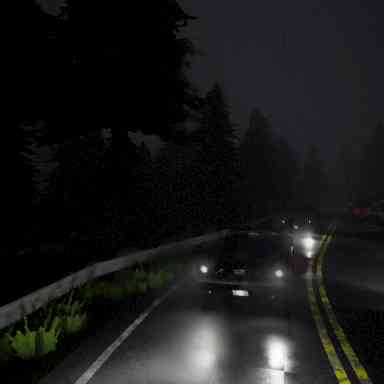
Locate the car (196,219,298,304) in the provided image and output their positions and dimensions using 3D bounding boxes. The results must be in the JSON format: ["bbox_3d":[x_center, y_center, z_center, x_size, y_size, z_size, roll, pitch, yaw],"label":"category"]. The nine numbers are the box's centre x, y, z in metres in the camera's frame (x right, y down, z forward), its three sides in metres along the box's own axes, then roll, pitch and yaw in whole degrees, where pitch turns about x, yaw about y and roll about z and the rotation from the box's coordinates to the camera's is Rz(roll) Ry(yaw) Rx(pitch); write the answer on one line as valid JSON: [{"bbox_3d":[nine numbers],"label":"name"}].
[{"bbox_3d":[1.592,1.599,8.420,1.895,1.301,4.718,-1,0,18],"label":"car"}]

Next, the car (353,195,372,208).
[{"bbox_3d":[20.646,1.058,40.232,2.128,1.511,4.902,-2,0,28],"label":"car"}]

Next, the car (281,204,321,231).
[{"bbox_3d":[6.679,1.460,20.058,2.033,1.411,5.357,-2,0,26],"label":"car"}]
